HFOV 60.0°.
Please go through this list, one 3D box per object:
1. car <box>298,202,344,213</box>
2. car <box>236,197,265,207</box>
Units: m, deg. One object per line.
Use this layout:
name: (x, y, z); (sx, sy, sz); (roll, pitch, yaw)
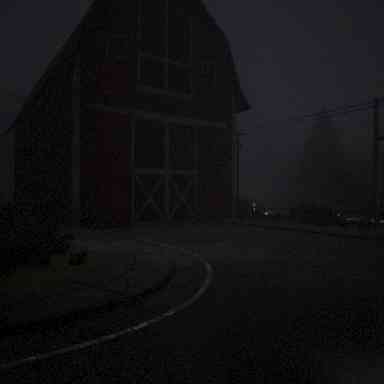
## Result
car: (11.296, 1.628, 30.221); (1.895, 1.301, 4.718); (0, 0, -34)
car: (6.191, 1.379, 37.662); (2.097, 1.767, 4.553); (0, 0, -34)
